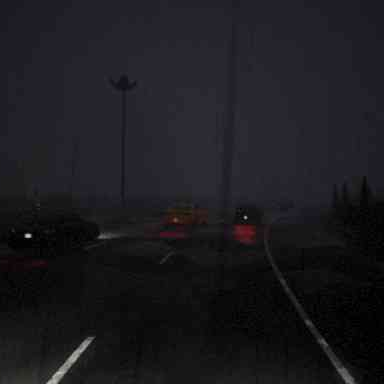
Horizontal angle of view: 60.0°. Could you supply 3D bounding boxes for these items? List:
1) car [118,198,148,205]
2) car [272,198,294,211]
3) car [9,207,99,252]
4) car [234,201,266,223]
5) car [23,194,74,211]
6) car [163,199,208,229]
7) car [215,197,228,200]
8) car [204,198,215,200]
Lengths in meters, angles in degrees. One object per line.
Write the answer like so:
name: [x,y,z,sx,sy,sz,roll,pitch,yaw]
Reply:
car: [-7.550,1.492,42.703,2.128,1.511,4.902,0,0,26]
car: [10.971,1.494,40.136,1.812,1.442,4.674,0,0,29]
car: [-5.523,1.541,13.861,1.994,1.385,4.181,0,0,9]
car: [4.432,1.484,25.225,1.837,1.490,4.892,0,0,18]
car: [-14.749,1.210,34.587,2.150,2.045,5.566,0,0,20]
car: [-0.321,1.457,21.527,1.882,1.535,5.008,0,0,14]
car: [6.018,1.642,69.475,1.895,1.301,4.718,0,0,40]
car: [1.268,1.576,51.489,1.994,1.385,4.181,0,0,32]
